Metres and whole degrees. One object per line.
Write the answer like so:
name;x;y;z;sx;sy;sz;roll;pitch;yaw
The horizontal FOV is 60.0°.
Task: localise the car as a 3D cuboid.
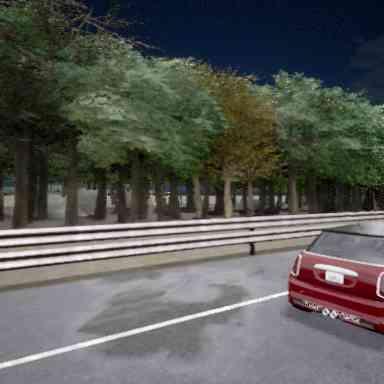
car;4.013;1.388;6.488;4.553;1.767;2.097;0;0;-35
